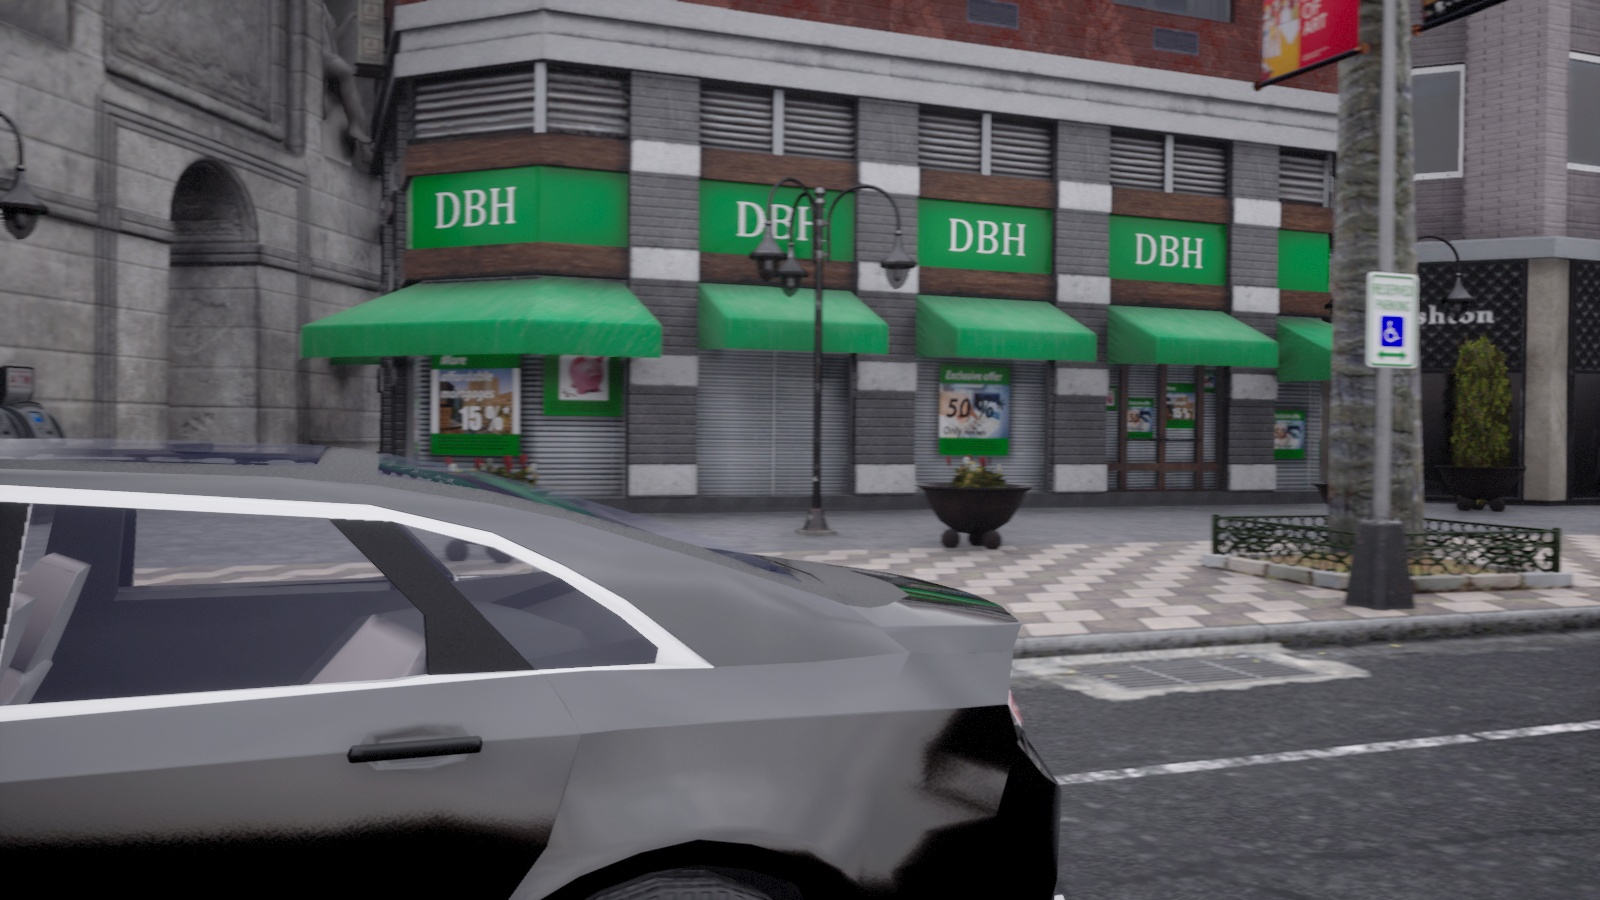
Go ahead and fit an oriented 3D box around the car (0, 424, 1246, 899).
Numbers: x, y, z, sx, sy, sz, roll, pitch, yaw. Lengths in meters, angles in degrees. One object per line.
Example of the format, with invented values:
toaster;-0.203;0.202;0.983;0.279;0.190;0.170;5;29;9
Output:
car;-1.807;0.732;2.554;4.902;1.511;2.128;-1;1;-21
